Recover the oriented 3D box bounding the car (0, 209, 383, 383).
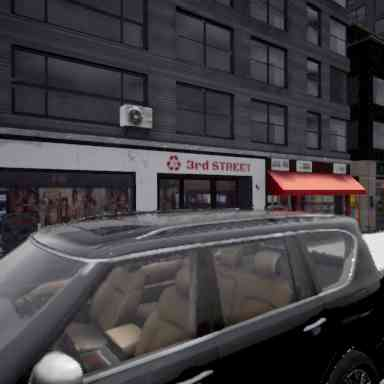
[{"bbox_3d":[-0.516,1.221,2.705,5.566,2.045,2.150,0,0,-36],"label":"car"}]
